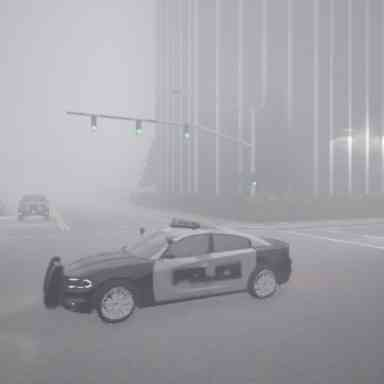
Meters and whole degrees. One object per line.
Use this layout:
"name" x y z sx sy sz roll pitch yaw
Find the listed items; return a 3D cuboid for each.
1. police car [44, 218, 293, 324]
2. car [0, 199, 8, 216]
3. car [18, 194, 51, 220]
"police car" -0.284 1.418 7.073 5.238 1.638 1.930 0 0 -25
"car" -18.686 1.452 31.545 1.837 1.490 4.892 0 0 -24
"car" -13.104 1.179 27.728 2.150 2.045 5.566 0 0 -24
